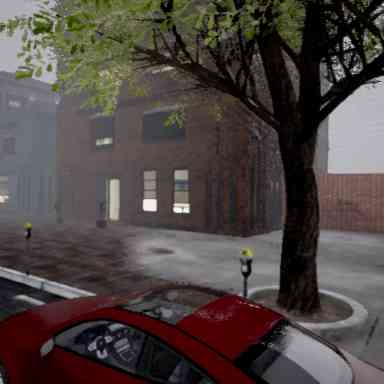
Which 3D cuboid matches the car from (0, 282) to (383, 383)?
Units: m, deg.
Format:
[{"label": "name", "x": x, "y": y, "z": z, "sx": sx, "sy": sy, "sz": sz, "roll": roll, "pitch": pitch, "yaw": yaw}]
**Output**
[{"label": "car", "x": -0.341, "y": 1.557, "z": 3.107, "sx": 4.206, "sy": 1.307, "sz": 1.802, "roll": 1, "pitch": 1, "yaw": 35}]
